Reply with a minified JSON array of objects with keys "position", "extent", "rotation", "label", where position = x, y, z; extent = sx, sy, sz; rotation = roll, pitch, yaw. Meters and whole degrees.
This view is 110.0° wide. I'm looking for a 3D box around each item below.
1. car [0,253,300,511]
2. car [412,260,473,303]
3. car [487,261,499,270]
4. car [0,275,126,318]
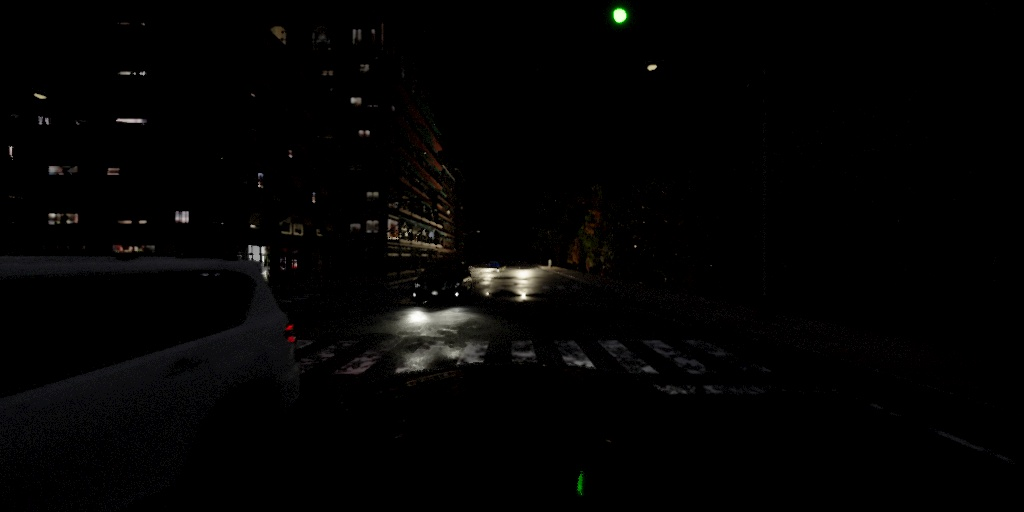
[{"position":[-3.254,0.995,1.398],"extent":[2.150,2.045,5.566],"rotation":[0,0,0],"label":"car"},{"position":[-3.253,1.217,17.839],"extent":[2.150,2.045,5.566],"rotation":[0,0,0],"label":"car"},{"position":[-3.227,1.670,62.885],"extent":[1.882,1.535,5.008],"rotation":[0,1,0],"label":"car"},{"position":[-18.822,1.563,14.287],"extent":[4.892,1.490,1.837],"rotation":[-1,0,0],"label":"car"}]
